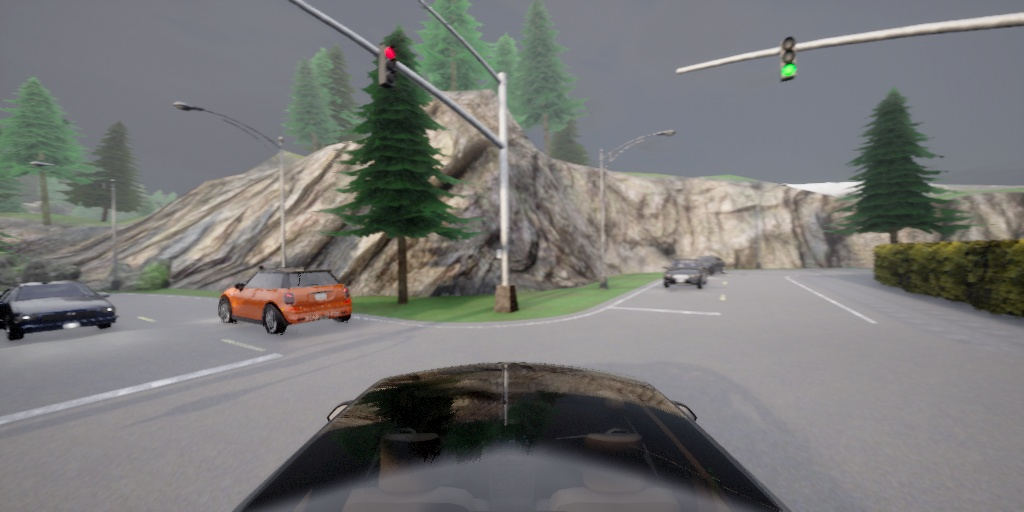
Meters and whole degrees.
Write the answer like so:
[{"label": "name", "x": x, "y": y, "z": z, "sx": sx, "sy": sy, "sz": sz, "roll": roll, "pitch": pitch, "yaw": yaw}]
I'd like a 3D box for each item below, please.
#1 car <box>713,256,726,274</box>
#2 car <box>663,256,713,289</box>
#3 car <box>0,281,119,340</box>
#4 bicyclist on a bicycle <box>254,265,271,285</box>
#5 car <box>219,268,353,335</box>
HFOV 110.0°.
[{"label": "car", "x": 15.553, "y": 0.746, "z": 28.701, "sx": 4.892, "sy": 1.490, "sz": 1.837, "roll": -2, "pitch": 1, "yaw": -44}, {"label": "car", "x": 9.633, "y": 0.916, "z": 19.848, "sx": 2.128, "sy": 1.511, "sz": 4.902, "roll": -1, "pitch": 1, "yaw": 32}, {"label": "car", "x": -13.945, "y": 1.487, "z": 10.836, "sx": 5.357, "sy": 1.411, "sz": 2.033, "roll": -1, "pitch": 1, "yaw": 31}, {"label": "bicyclist on a bicycle", "x": -12.774, "y": 1.309, "z": 18.541, "sx": 0.582, "sy": 1.620, "sz": 1.656, "roll": -1, "pitch": 1, "yaw": 30}, {"label": "car", "x": -6.990, "y": 1.159, "z": 10.971, "sx": 4.553, "sy": 1.767, "sz": 2.097, "roll": -1, "pitch": 1, "yaw": 34}]
